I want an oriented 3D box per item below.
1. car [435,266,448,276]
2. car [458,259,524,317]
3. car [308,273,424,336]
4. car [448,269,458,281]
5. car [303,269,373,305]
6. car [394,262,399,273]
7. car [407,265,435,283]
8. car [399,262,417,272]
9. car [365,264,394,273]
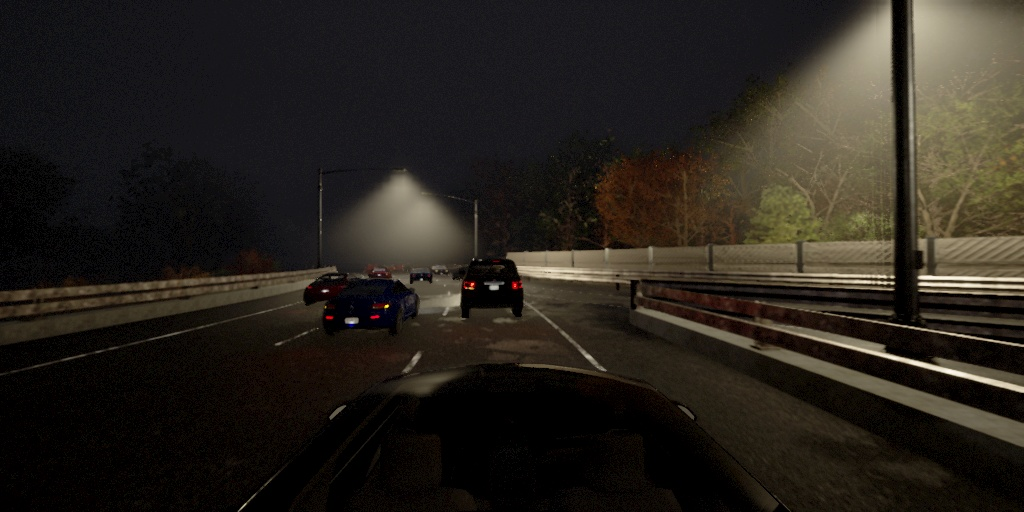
[{"bbox_3d":[-9.470,1.909,45.693,1.895,1.301,4.718,0,-1,-23],"label":"car"},{"bbox_3d":[-0.903,1.130,14.219,2.150,2.045,5.566,0,0,-7],"label":"car"},{"bbox_3d":[-4.020,1.393,10.787,1.812,1.442,4.674,0,-1,-5],"label":"car"},{"bbox_3d":[-4.300,1.681,33.874,1.812,1.442,4.674,0,-1,-26],"label":"car"},{"bbox_3d":[-8.438,1.519,17.528,1.994,1.385,4.181,0,-1,-9],"label":"car"},{"bbox_3d":[-20.693,2.092,59.465,1.895,1.301,4.718,0,-1,-32],"label":"car"},{"bbox_3d":[-8.325,1.743,32.526,1.895,1.301,4.718,0,-1,-17],"label":"car"},{"bbox_3d":[-16.720,1.991,59.391,1.837,1.490,4.892,0,-1,-31],"label":"car"},{"bbox_3d":[-12.554,1.731,34.115,1.994,1.385,4.181,0,-1,-18],"label":"car"}]
